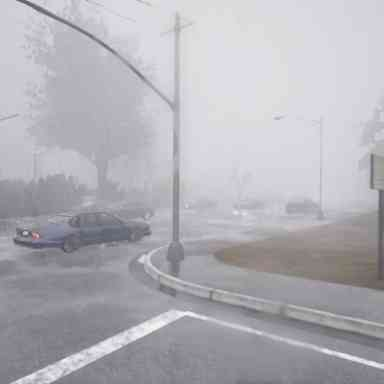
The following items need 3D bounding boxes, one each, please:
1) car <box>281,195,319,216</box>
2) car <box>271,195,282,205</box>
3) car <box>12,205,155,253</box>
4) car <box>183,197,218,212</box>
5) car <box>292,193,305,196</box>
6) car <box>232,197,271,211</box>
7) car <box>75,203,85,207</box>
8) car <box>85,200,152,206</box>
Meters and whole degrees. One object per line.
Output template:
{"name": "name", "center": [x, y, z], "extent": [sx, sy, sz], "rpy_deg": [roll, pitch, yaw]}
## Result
{"name": "car", "center": [10.638, 1.370, 31.743], "extent": [1.882, 1.535, 5.008], "rpy_deg": [1, 1, 38]}
{"name": "car", "center": [13.409, 1.230, 53.030], "extent": [1.812, 1.442, 4.674], "rpy_deg": [1, 1, 35]}
{"name": "car", "center": [-4.089, 1.452, 13.266], "extent": [2.033, 1.411, 5.357], "rpy_deg": [1, 0, 39]}
{"name": "car", "center": [0.956, 1.294, 36.597], "extent": [2.128, 1.511, 4.902], "rpy_deg": [1, 1, 38]}
{"name": "car", "center": [16.422, 0.948, 51.218], "extent": [1.837, 1.490, 4.892], "rpy_deg": [1, 1, 35]}
{"name": "car", "center": [6.690, 1.367, 38.238], "extent": [2.033, 1.411, 5.357], "rpy_deg": [1, 1, 38]}
{"name": "car", "center": [-7.538, 1.342, 25.916], "extent": [1.812, 1.442, 4.674], "rpy_deg": [1, 0, 40]}
{"name": "car", "center": [-4.810, 1.351, 23.725], "extent": [1.837, 1.490, 4.892], "rpy_deg": [1, 0, 39]}
